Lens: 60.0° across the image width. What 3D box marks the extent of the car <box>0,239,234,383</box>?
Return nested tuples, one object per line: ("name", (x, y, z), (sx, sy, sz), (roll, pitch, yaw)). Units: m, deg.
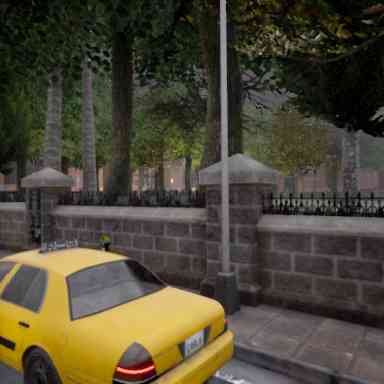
("car", (-2.062, 1.455, 4.757), (5.366, 1.575, 1.801), (0, 0, 36))
